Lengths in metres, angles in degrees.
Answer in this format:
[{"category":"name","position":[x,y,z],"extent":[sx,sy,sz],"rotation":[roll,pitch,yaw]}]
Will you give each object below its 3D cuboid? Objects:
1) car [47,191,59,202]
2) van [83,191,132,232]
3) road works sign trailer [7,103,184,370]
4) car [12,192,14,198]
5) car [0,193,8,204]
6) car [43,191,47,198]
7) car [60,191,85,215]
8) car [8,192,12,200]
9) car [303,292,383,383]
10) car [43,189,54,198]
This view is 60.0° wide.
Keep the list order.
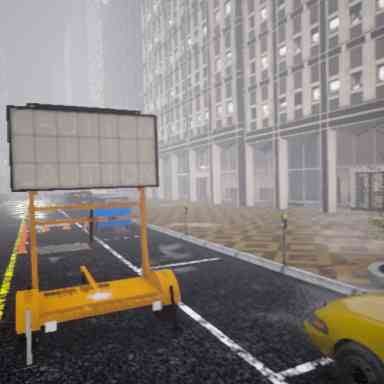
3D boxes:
[{"category":"car","position":[-21.667,0.804,53.314],"extent":[2.008,1.369,4.403],"rotation":[-3,2,-26]},{"category":"van","position":[-4.405,1.004,17.468],"extent":[1.690,1.788,3.998],"rotation":[-3,2,-26]},{"category":"road works sign trailer","position":[-1.782,0.351,5.810],"extent":[2.380,3.560,2.880],"rotation":[-2,2,-25]},{"category":"car","position":[-36.618,0.845,65.038],"extent":[1.967,1.590,4.097],"rotation":[-3,2,-26]},{"category":"car","position":[-29.212,1.131,49.681],"extent":[2.008,1.369,4.403],"rotation":[-3,2,-26]},{"category":"car","position":[-31.545,0.334,73.786],"extent":[2.192,1.841,5.009],"rotation":[-3,2,-26]},{"category":"car","position":[-9.341,0.861,27.707],"extent":[2.192,1.841,5.009],"rotation":[-3,2,-26]},{"category":"car","position":[-34.145,1.045,59.922],"extent":[1.802,1.307,4.206],"rotation":[-3,2,-26]},{"category":"car","position":[2.930,1.361,2.267],"extent":[1.752,1.417,4.829],"rotation":[-3,2,-26]},{"category":"car","position":[-34.012,0.275,78.907],"extent":[2.192,1.841,5.009],"rotation":[-3,2,-26]}]
